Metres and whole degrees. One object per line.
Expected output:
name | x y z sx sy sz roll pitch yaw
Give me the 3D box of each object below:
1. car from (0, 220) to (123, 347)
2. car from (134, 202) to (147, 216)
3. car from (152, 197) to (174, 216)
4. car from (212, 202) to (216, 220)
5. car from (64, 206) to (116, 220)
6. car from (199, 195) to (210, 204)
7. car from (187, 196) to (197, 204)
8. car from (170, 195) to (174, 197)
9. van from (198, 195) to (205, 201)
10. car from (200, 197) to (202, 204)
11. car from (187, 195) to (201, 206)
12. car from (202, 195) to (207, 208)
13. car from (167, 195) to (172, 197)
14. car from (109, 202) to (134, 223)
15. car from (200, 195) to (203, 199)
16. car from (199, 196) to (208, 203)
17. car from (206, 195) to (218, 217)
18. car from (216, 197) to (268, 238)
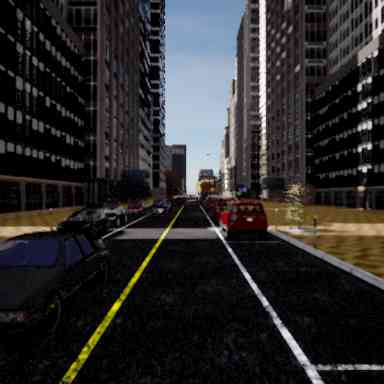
car | -3.087 1.574 6.939 2.033 1.411 5.357 0 0 0
car | -5.684 1.705 34.509 1.802 1.307 4.206 0 0 0
car | -3.000 1.619 34.208 2.128 1.511 4.902 0 0 0
car | 2.695 1.628 23.431 1.887 1.381 4.507 0 0 0
car | -5.685 1.631 17.891 1.947 1.339 4.313 0 0 0
car | 2.698 1.569 73.285 2.192 1.841 5.009 0 0 0
car | 0.004 1.625 69.857 1.837 1.490 4.892 0 0 0
car | -5.682 1.608 84.364 2.192 1.841 5.009 0 0 0
van | 2.698 1.669 95.442 1.690 1.788 3.998 0 0 0
car | 2.697 1.730 51.128 2.008 1.369 4.403 0 0 0
car | 0.003 1.699 59.435 2.128 1.511 4.902 0 0 0
car | 2.697 1.456 40.050 2.192 1.841 5.009 0 0 0
car | -5.683 1.819 67.745 1.802 1.307 4.206 0 0 0
car | -5.685 1.636 23.430 2.008 1.369 4.403 0 0 0
car | 2.697 1.724 56.837 1.752 1.417 4.829 0 0 0
car | 2.697 1.713 78.824 1.967 1.590 4.097 0 0 0
car | 2.696 1.418 28.972 2.192 1.841 5.009 0 0 0
car | 2.696 1.379 17.892 2.192 1.841 5.009 0 0 0
